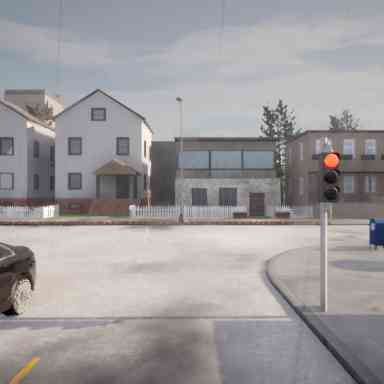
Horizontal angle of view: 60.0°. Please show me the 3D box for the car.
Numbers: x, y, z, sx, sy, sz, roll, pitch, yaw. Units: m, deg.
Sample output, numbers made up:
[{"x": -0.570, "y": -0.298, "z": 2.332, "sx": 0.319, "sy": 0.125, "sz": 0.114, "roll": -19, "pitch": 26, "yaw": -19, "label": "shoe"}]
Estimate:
[{"x": -4.018, "y": 1.491, "z": 4.690, "sx": 2.128, "sy": 1.511, "sz": 4.902, "roll": 0, "pitch": 0, "yaw": 1, "label": "car"}]
